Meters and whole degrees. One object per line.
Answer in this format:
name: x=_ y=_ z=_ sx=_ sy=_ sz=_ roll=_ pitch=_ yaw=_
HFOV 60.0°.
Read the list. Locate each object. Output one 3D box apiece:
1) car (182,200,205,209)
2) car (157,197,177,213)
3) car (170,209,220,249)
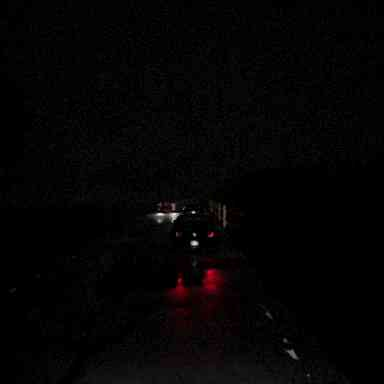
car: x=0.133 y=1.561 z=31.672 sx=1.837 sy=1.490 sz=4.892 roll=0 pitch=0 yaw=0
car: x=-2.796 y=1.427 z=38.298 sx=2.097 sy=1.767 sz=4.553 roll=0 pitch=0 yaw=0
car: x=0.111 y=1.623 z=14.656 sx=1.895 sy=1.301 sz=4.718 roll=0 pitch=0 yaw=0
